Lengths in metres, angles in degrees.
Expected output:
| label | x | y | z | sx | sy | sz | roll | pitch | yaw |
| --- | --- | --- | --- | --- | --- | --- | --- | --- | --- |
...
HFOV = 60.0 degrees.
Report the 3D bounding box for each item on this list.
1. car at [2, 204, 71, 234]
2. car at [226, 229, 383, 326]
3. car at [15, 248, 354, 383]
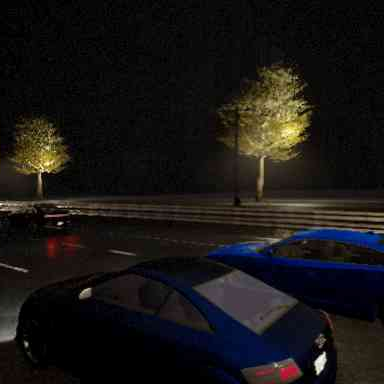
| label | x | y | z | sx | sy | sz | roll | pitch | yaw |
| --- | --- | --- | --- | --- | --- | --- | --- | --- | --- |
| car | -8.926 | 1.463 | 18.952 | 4.902 | 1.511 | 2.128 | 0 | 0 | 35 |
| car | 2.538 | 1.472 | 6.481 | 5.008 | 1.535 | 1.882 | 0 | 0 | 35 |
| car | -0.419 | 1.556 | 4.290 | 4.181 | 1.385 | 1.994 | 0 | 0 | 35 |
